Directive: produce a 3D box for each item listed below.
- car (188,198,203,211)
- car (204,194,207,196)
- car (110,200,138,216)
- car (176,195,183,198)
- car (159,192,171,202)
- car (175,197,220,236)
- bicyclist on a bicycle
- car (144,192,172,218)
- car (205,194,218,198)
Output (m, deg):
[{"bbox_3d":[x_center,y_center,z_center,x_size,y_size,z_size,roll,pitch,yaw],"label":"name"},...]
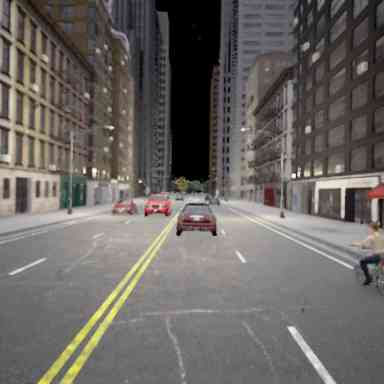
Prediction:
[{"bbox_3d":[0.463,1.577,42.571,1.812,1.442,4.674,1,0,0],"label":"car"},{"bbox_3d":[3.879,1.351,73.787,2.150,2.045,5.566,1,0,0],"label":"car"},{"bbox_3d":[-6.316,1.456,31.736,1.812,1.442,4.674,1,0,1],"label":"car"},{"bbox_3d":[-2.640,1.413,71.834,1.882,1.535,5.008,1,0,0],"label":"car"},{"bbox_3d":[-5.879,1.102,72.526,2.150,2.045,5.566,1,0,0],"label":"car"},{"bbox_3d":[0.266,1.380,18.940,2.097,1.767,4.553,1,0,0],"label":"car"},{"bbox_3d":[4.236,1.517,7.844,0.866,1.612,1.509,1,0,0],"label":"bicyclist on a bicycle"},{"bbox_3d":[-3.072,1.203,30.965,2.150,2.045,5.566,1,0,1],"label":"car"},{"bbox_3d":[3.844,1.609,58.327,2.128,1.511,4.902,1,0,1],"label":"car"}]
